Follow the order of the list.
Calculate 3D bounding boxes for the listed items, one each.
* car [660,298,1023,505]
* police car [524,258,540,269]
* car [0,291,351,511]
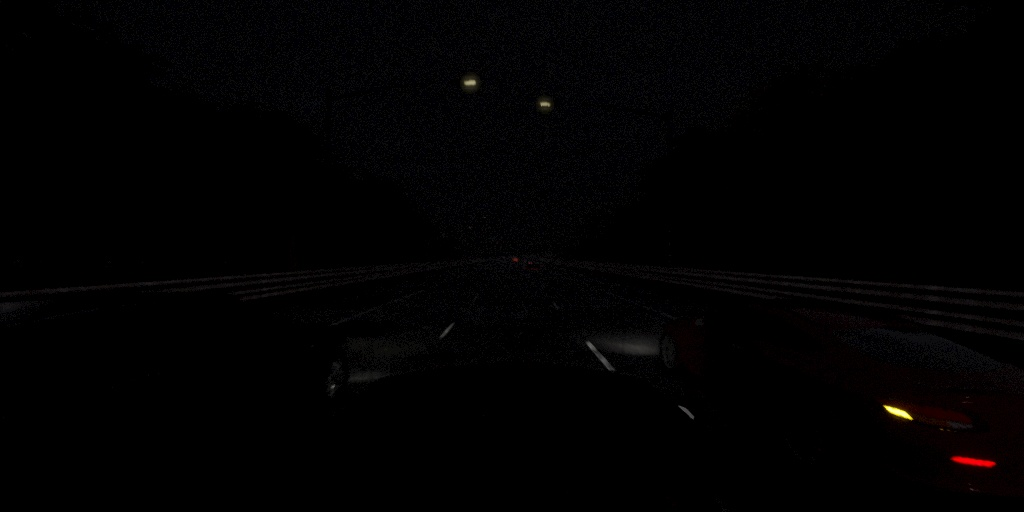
[{"bbox_3d":[3.602,1.279,4.648,1.812,1.442,4.674,0,0,0],"label":"car"},{"bbox_3d":[3.538,1.326,59.912,2.038,1.542,4.974,0,0,0],"label":"police car"},{"bbox_3d":[-3.400,1.105,3.384,2.097,1.767,4.553,0,0,0],"label":"car"}]
